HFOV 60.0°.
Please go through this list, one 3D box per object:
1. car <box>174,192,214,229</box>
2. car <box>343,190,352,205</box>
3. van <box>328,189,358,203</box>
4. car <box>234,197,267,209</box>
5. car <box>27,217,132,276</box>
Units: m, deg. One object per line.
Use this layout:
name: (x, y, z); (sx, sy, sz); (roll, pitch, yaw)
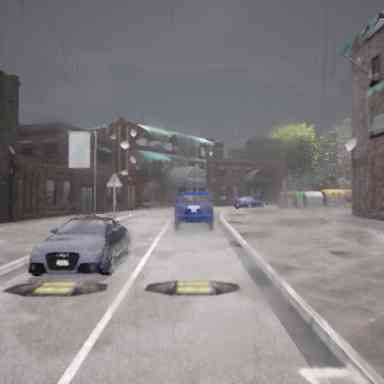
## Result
car: (0.152, 0.975, 19.735); (2.150, 2.045, 5.566); (0, 1, 1)
car: (21.035, 0.638, 39.351); (2.435, 2.045, 5.566); (-3, -1, -12)
van: (23.741, 0.689, 52.375); (1.878, 1.987, 4.442); (-3, -1, -12)
car: (6.658, 1.265, 38.115); (4.674, 1.442, 1.812); (1, -2, -44)
car: (-3.079, 1.466, 9.915); (1.994, 1.385, 4.181); (0, 1, 0)
